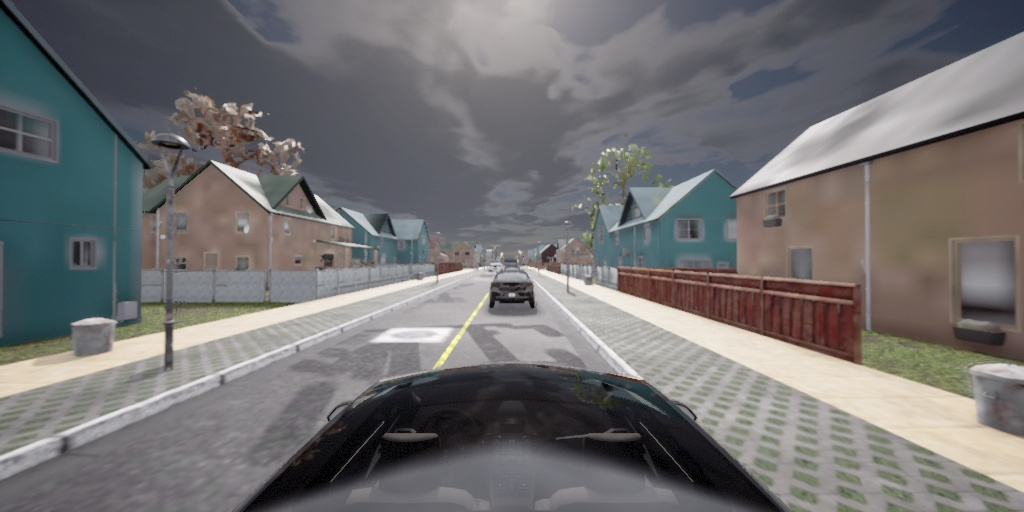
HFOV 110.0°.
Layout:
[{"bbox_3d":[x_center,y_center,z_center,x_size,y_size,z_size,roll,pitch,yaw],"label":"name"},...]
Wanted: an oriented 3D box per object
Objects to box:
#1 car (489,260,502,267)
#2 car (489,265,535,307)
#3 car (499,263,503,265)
[{"bbox_3d":[-2.739,1.689,61.565,2.150,2.045,5.566,0,-1,0],"label":"car"},{"bbox_3d":[0.008,1.369,16.335,1.882,1.535,5.008,0,0,0],"label":"car"},{"bbox_3d":[0.010,1.574,31.242,1.812,1.442,4.674,0,-1,0],"label":"car"}]
